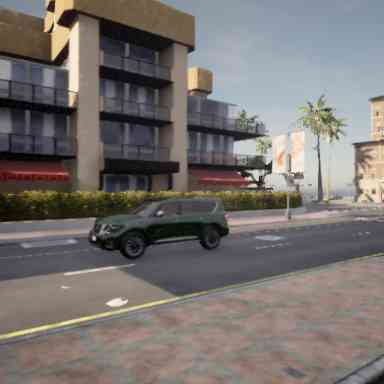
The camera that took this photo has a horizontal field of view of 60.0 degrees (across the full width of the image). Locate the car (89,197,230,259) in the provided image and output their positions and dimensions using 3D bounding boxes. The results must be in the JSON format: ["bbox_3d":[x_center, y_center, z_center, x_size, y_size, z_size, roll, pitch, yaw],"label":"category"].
[{"bbox_3d":[-1.060,1.222,12.920,5.566,2.045,2.150,0,0,-35],"label":"car"}]
